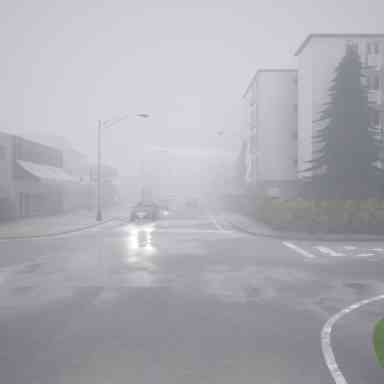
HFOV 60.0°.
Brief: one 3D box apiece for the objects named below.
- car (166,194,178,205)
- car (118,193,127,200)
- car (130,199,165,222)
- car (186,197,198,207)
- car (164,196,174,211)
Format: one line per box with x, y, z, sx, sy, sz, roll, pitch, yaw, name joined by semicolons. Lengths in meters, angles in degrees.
-3.607;1.323;57.437;2.150;2.045;5.566;0;0;0;car
-19.093;1.498;91.577;2.007;1.523;4.514;0;0;0;car
-3.647;1.494;26.261;2.128;1.511;4.902;0;0;0;car
0.004;1.496;49.746;2.128;1.511;4.902;0;0;0;car
-3.667;1.552;40.400;2.033;1.411;5.357;0;0;0;car
